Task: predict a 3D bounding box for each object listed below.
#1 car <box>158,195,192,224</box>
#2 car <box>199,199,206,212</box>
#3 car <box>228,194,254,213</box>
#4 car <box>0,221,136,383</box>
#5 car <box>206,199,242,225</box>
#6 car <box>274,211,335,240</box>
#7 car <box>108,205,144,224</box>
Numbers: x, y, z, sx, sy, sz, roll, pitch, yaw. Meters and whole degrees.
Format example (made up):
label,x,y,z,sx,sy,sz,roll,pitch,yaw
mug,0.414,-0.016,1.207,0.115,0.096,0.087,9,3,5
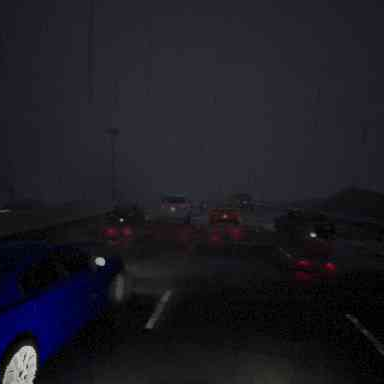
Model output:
label,x,y,z,sx,sy,sz,roll,pitch,yaw
car,-1.256,1.224,24.817,2.150,2.045,5.566,0,0,1
car,1.877,1.550,38.692,2.033,1.411,5.357,0,0,-4
car,5.427,1.222,37.572,2.150,2.045,5.566,0,0,-3
car,-2.531,1.479,4.999,1.882,1.535,5.008,0,0,7
car,2.216,1.479,24.398,1.882,1.535,5.008,0,0,1
car,5.498,1.600,16.943,1.895,1.301,4.718,0,0,3
car,-4.758,1.604,24.844,1.895,1.301,4.718,0,0,1
